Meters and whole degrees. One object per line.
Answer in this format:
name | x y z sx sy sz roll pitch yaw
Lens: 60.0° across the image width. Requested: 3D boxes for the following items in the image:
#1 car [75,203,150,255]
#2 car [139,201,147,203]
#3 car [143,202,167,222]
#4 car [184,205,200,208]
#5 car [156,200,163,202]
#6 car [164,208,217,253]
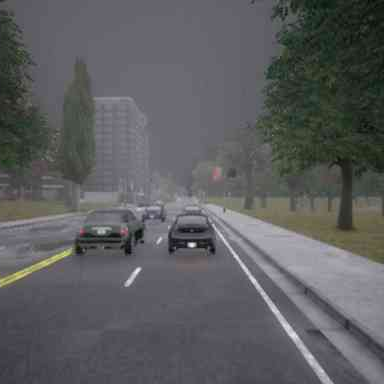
car | -3.249 1.492 14.086 2.097 1.767 4.553 0 -1 0
car | -9.770 2.500 66.796 1.895 1.301 4.718 0 -1 0
car | -3.250 1.854 29.393 1.812 1.442 4.674 0 -1 0
car | 0.000 1.854 29.385 1.812 1.442 4.674 0 -1 0
car | -6.523 2.426 66.821 1.812 1.442 4.674 0 -1 0
car | 0.003 1.653 14.312 1.837 1.490 4.892 0 0 0
